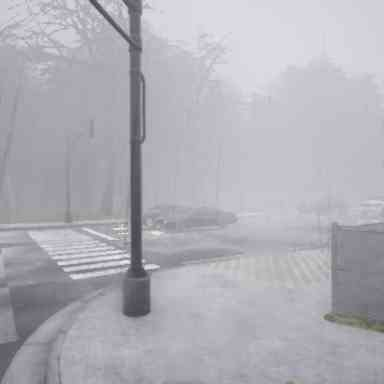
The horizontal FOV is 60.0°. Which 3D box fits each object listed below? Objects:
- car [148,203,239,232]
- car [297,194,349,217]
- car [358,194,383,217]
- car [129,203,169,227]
[{"bbox_3d":[0.319,1.575,20.421,5.357,1.411,2.033,0,0,-31],"label":"car"},{"bbox_3d":[12.488,1.210,31.598,5.566,2.045,2.150,0,0,-31],"label":"car"},{"bbox_3d":[17.976,1.166,31.117,5.566,2.045,2.150,0,0,-31],"label":"car"},{"bbox_3d":[-1.915,1.562,22.879,4.892,1.490,1.837,-1,0,-32],"label":"car"}]
